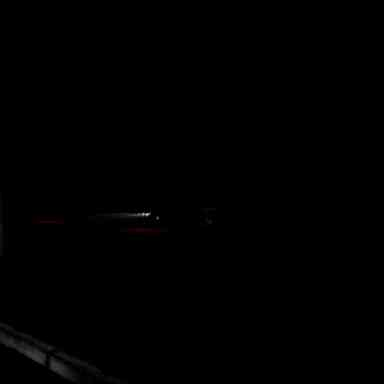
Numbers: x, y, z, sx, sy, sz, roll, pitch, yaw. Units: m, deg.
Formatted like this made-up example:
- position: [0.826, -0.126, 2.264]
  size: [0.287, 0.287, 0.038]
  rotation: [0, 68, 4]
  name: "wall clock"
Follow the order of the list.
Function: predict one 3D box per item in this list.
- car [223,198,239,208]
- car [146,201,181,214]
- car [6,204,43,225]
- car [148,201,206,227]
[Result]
- position: [5.824, 1.731, 53.447]
  size: [2.033, 1.411, 5.357]
  rotation: [-1, -1, 32]
  name: "car"
- position: [-3.292, 1.749, 39.098]
  size: [1.994, 1.385, 4.181]
  rotation: [-1, -1, 32]
  name: "car"
- position: [-13.199, 1.647, 23.717]
  size: [2.128, 1.511, 4.902]
  rotation: [-1, 0, 34]
  name: "car"
- position: [-0.853, 1.506, 23.199]
  size: [1.882, 1.535, 5.008]
  rotation: [-1, -1, 33]
  name: "car"
